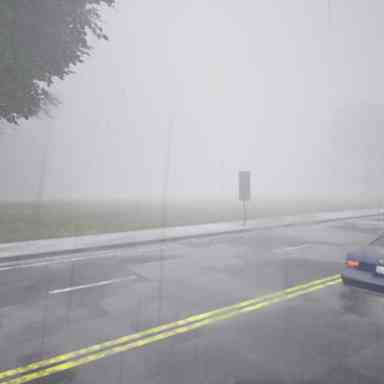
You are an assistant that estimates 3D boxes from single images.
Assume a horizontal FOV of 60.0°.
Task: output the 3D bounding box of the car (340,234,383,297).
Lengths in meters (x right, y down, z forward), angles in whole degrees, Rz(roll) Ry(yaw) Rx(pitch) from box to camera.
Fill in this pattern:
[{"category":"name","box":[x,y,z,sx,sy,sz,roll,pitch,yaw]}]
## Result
[{"category":"car","box":[5.443,1.384,7.325,5.357,1.411,2.033,-1,1,-35]}]
